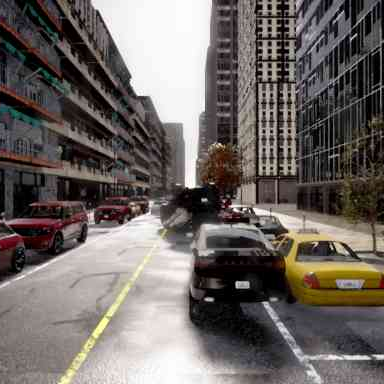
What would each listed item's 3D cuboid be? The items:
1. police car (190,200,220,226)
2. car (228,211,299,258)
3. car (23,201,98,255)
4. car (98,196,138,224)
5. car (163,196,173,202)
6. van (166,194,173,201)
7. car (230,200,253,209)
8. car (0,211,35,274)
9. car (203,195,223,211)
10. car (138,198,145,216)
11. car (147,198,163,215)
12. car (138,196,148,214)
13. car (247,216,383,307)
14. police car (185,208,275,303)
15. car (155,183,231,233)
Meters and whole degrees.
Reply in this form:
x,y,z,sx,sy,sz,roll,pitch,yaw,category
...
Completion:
x,y,z,sx,sy,sz,roll,pitch,yaw,category
0.845,1.441,24.426,1.930,1.638,5.238,0,0,0,police car
2.664,1.573,13.455,1.947,1.339,4.313,0,0,0,car
-5.714,1.322,13.436,2.192,1.841,5.009,0,0,0,car
-5.739,1.331,24.762,2.192,1.841,5.009,0,0,0,car
-5.870,1.739,81.394,1.947,1.339,4.313,0,0,0,car
-5.882,1.539,87.060,1.690,1.788,3.998,0,0,0,van
2.652,1.451,19.118,1.967,1.590,4.097,0,0,0,car
-5.702,1.443,7.772,1.967,1.590,4.097,0,0,0,car
2.601,1.360,41.771,2.192,1.841,5.009,0,0,0,car
-5.753,1.549,30.256,1.752,1.417,4.829,0,0,0,car
-3.178,1.631,34.523,1.895,1.301,4.718,0,0,0,car
-5.766,1.348,36.090,2.192,1.841,5.009,0,0,0,car
2.677,1.528,7.961,1.752,1.417,4.829,0,0,0,car
0.881,1.429,8.426,1.930,1.638,5.238,0,0,0,police car
-0.192,1.208,18.369,2.150,2.045,5.566,-2,-19,-19,car
